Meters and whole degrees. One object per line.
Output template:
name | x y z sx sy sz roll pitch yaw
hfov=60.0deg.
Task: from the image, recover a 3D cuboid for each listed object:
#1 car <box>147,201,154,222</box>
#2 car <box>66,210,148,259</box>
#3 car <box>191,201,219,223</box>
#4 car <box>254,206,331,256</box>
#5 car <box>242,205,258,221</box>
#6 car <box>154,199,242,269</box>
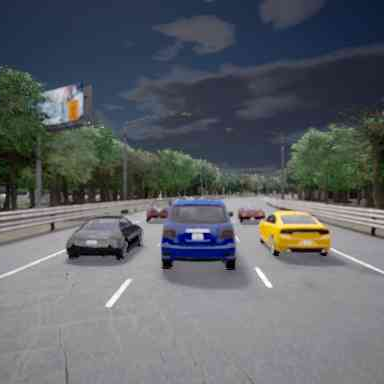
car | -2.332 1.434 27.463 2.097 1.767 4.553 0 0 5
car | -3.154 1.602 12.773 1.994 1.385 4.181 0 0 3
car | 1.166 1.574 27.316 2.128 1.511 4.902 0 0 5
car | 3.879 1.517 13.323 1.882 1.535 5.008 0 0 3
car | 4.606 1.681 26.487 1.895 1.301 4.718 0 0 5
car | 0.277 1.257 11.391 2.150 2.045 5.566 0 0 3
